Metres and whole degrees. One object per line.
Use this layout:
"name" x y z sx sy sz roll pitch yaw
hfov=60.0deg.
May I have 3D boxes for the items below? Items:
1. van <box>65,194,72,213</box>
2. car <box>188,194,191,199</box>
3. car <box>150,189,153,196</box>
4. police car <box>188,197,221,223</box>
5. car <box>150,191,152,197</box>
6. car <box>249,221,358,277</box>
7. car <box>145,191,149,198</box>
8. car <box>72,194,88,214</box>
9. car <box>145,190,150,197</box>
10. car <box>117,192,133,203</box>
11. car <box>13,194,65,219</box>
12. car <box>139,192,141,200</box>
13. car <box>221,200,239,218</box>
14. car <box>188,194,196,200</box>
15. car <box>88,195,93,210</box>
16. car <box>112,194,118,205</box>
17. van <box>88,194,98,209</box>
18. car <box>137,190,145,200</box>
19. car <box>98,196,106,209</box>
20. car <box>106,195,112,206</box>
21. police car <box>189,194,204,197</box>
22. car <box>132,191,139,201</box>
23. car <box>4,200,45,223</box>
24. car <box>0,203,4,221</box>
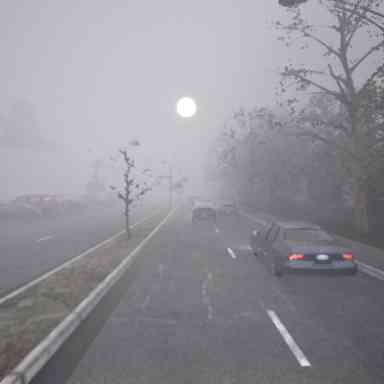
"van" -13.763 1.266 31.001 4.442 1.987 1.878 -1 0 -20
"car" 0.889 1.273 41.899 2.097 1.767 4.553 0 0 0
"car" -13.878 0.766 90.901 4.553 1.767 2.185 -1 1 -20
"police car" 0.894 1.454 26.037 1.930 1.638 5.238 0 0 0
"car" -13.850 0.994 87.916 4.674 1.452 2.002 -1 1 -20
"car" 3.093 1.601 10.380 2.033 1.411 5.357 0 0 0
"car" -13.679 1.097 78.964 5.366 1.575 1.946 -1 1 -20
"car" -13.846 1.221 33.954 5.566 2.045 2.435 -1 0 -20
"car" -13.878 0.807 81.888 5.566 2.045 2.435 -1 1 -20
"car" -13.832 1.311 60.895 4.792 1.488 2.163 -1 0 -20
"car" -13.899 1.263 27.958 5.566 2.045 2.435 -1 1 -20
"car" -13.858 1.249 69.892 4.674 1.452 2.002 -1 0 -20
"car" 3.090 1.495 30.342 2.128 1.511 4.902 0 0 0
"car" -0.019 1.087 77.505 1.994 1.385 4.181 0 1 0
"car" -13.860 1.453 36.924 4.892 1.521 2.231 -1 1 -20
"car" -13.836 1.396 48.889 4.792 1.488 2.163 -1 0 -20
"van" -13.977 1.207 39.862 4.442 1.987 1.878 -1 1 -20
"car" -13.830 0.930 72.908 5.566 2.045 2.435 -1 0 -20
"car" -13.836 1.283 42.898 4.553 1.767 2.185 -1 1 -20
"car" -13.858 1.428 45.871 4.674 1.452 2.002 -1 1 -20
"police car" 0.891 1.388 36.038 1.930 1.638 5.238 0 0 0
"car" -14.027 1.237 66.818 5.366 1.575 1.946 -1 1 -20
"car" -13.867 1.569 24.988 4.674 1.452 2.002 -1 1 -20
"car" -13.845 1.581 19.031 4.792 1.488 2.163 -1 0 -20
